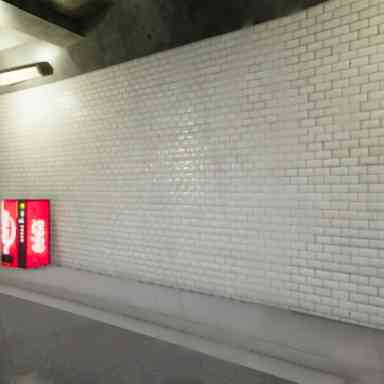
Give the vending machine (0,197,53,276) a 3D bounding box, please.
[{"bbox_3d":[-4.801,1.194,9.626,0.880,2.100,1.100,0,0,30],"label":"vending machine"}]
